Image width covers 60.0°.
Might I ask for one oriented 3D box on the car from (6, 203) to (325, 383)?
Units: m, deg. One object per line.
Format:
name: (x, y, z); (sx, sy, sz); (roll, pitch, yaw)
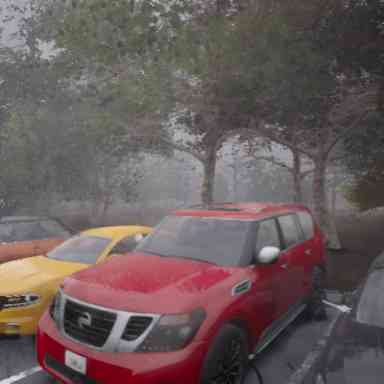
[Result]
car: (0.515, 1.238, 5.359); (2.435, 2.045, 5.566); (0, 0, 35)

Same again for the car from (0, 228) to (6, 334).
car: (-1.734, 1.499, 7.004); (2.097, 1.535, 5.008); (0, 0, 36)

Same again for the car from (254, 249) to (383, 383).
car: (2.802, 1.481, 3.770); (2.231, 1.521, 4.892); (0, 0, 36)

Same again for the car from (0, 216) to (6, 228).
car: (-4.023, 1.383, 8.591); (2.185, 1.767, 4.553); (0, 0, 36)
